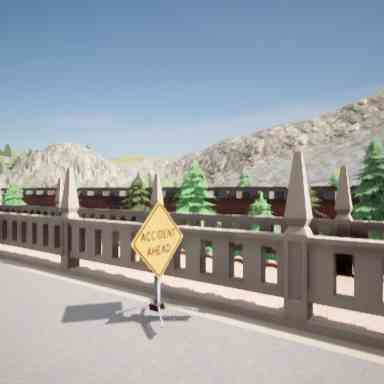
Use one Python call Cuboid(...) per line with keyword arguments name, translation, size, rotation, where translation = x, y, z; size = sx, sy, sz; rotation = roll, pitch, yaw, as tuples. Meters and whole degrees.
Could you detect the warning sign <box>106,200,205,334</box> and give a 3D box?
Cuboid(name="warning sign", translation=(-0.577, 1.088, 5.571), size=(1.060, 1.860, 1.300), rotation=(0, 0, 35))
